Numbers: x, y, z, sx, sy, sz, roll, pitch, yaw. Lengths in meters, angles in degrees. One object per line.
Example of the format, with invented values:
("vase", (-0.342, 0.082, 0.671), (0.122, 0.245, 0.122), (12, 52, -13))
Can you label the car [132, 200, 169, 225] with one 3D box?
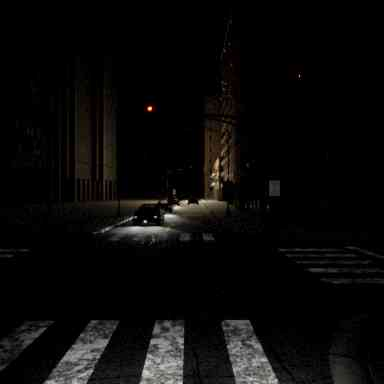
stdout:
("car", (-3.061, 1.549, 24.439), (2.033, 1.411, 5.357), (0, 0, 0))

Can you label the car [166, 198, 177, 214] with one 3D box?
("car", (-3.045, 1.602, 36.285), (1.895, 1.301, 4.718), (0, 0, 0))

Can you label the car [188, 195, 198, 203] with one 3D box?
("car", (0.208, 1.476, 67.846), (1.882, 1.535, 5.008), (0, 0, 0))

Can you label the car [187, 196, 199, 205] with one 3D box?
("car", (0.196, 1.525, 57.937), (1.812, 1.442, 4.674), (0, 0, 0))

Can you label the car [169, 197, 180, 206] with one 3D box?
("car", (-2.968, 1.493, 53.358), (2.128, 1.511, 4.902), (0, 0, 1))
